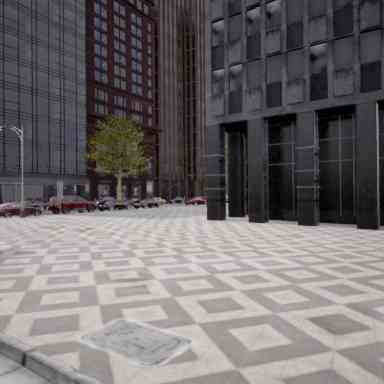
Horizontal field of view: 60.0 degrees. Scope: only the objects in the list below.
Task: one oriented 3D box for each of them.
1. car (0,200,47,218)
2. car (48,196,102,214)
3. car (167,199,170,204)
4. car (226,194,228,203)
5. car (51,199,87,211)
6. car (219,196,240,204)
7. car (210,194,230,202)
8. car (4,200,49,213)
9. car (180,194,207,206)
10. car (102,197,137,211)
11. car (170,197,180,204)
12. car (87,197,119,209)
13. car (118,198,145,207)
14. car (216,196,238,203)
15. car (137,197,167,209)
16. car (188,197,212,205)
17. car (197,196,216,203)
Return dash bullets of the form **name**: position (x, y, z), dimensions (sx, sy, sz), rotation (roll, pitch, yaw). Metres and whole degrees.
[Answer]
- **car**: position (-15.348, 1.576, 29.279), dimensions (1.802, 1.307, 4.206), rotation (-1, 0, 35)
- **car**: position (-12.154, 1.289, 33.926), dimensions (2.192, 1.841, 5.009), rotation (-1, 0, 35)
- **car**: position (-6.484, 1.544, 57.203), dimensions (1.752, 1.417, 4.829), rotation (-1, 0, 35)
- **car**: position (3.826, 1.222, 57.154), dimensions (2.192, 1.841, 5.009), rotation (-1, 0, 35)
- **car**: position (-15.977, 1.641, 43.405), dimensions (1.802, 1.307, 4.206), rotation (-1, 0, 35)
- **car**: position (7.024, 1.463, 61.797), dimensions (1.947, 1.339, 4.313), rotation (-1, 0, 35)
- **car**: position (6.397, 1.295, 75.929), dimensions (2.192, 1.841, 5.009), rotation (-1, 0, 35)
- **car**: position (-19.173, 1.641, 38.760), dimensions (1.947, 1.339, 4.313), rotation (-1, 0, 35)
- **car**: position (0.631, 1.462, 52.507), dimensions (1.887, 1.381, 4.507), rotation (-1, 0, 35)
- **car**: position (-8.956, 1.524, 38.570), dimensions (1.947, 1.339, 4.313), rotation (-1, 0, 35)
- **car**: position (-3.191, 1.574, 61.990), dimensions (1.947, 1.339, 4.313), rotation (-1, 0, 35)
- **car**: position (-12.782, 1.483, 48.051), dimensions (1.967, 1.590, 4.097), rotation (-1, 0, 35)
- **car**: position (-9.584, 1.612, 52.697), dimensions (1.802, 1.307, 4.206), rotation (-1, 0, 35)
- **car**: position (7.141, 1.469, 66.503), dimensions (2.033, 1.411, 5.357), rotation (-1, 0, 35)
- **car**: position (-5.760, 1.508, 43.215), dimensions (1.947, 1.339, 4.313), rotation (-1, 0, 35)
- **car**: position (1.478, 1.539, 58.274), dimensions (1.895, 1.301, 4.718), rotation (-1, 0, 34)
- **car**: position (3.202, 1.534, 71.282), dimensions (1.887, 1.381, 4.507), rotation (-1, 0, 35)
